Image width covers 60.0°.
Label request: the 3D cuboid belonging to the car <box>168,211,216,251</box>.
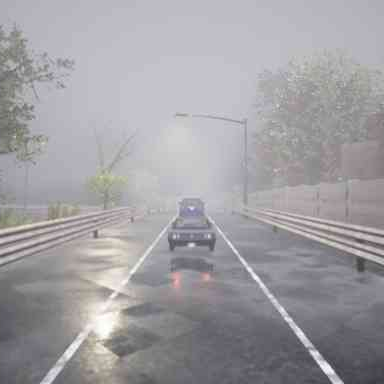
[{"bbox_3d":[-0.003,1.749,14.902,1.895,1.301,4.718,0,-1,0],"label":"car"}]

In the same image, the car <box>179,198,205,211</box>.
[{"bbox_3d":[-0.010,1.512,29.849,2.150,2.045,5.566,0,0,0],"label":"car"}]
